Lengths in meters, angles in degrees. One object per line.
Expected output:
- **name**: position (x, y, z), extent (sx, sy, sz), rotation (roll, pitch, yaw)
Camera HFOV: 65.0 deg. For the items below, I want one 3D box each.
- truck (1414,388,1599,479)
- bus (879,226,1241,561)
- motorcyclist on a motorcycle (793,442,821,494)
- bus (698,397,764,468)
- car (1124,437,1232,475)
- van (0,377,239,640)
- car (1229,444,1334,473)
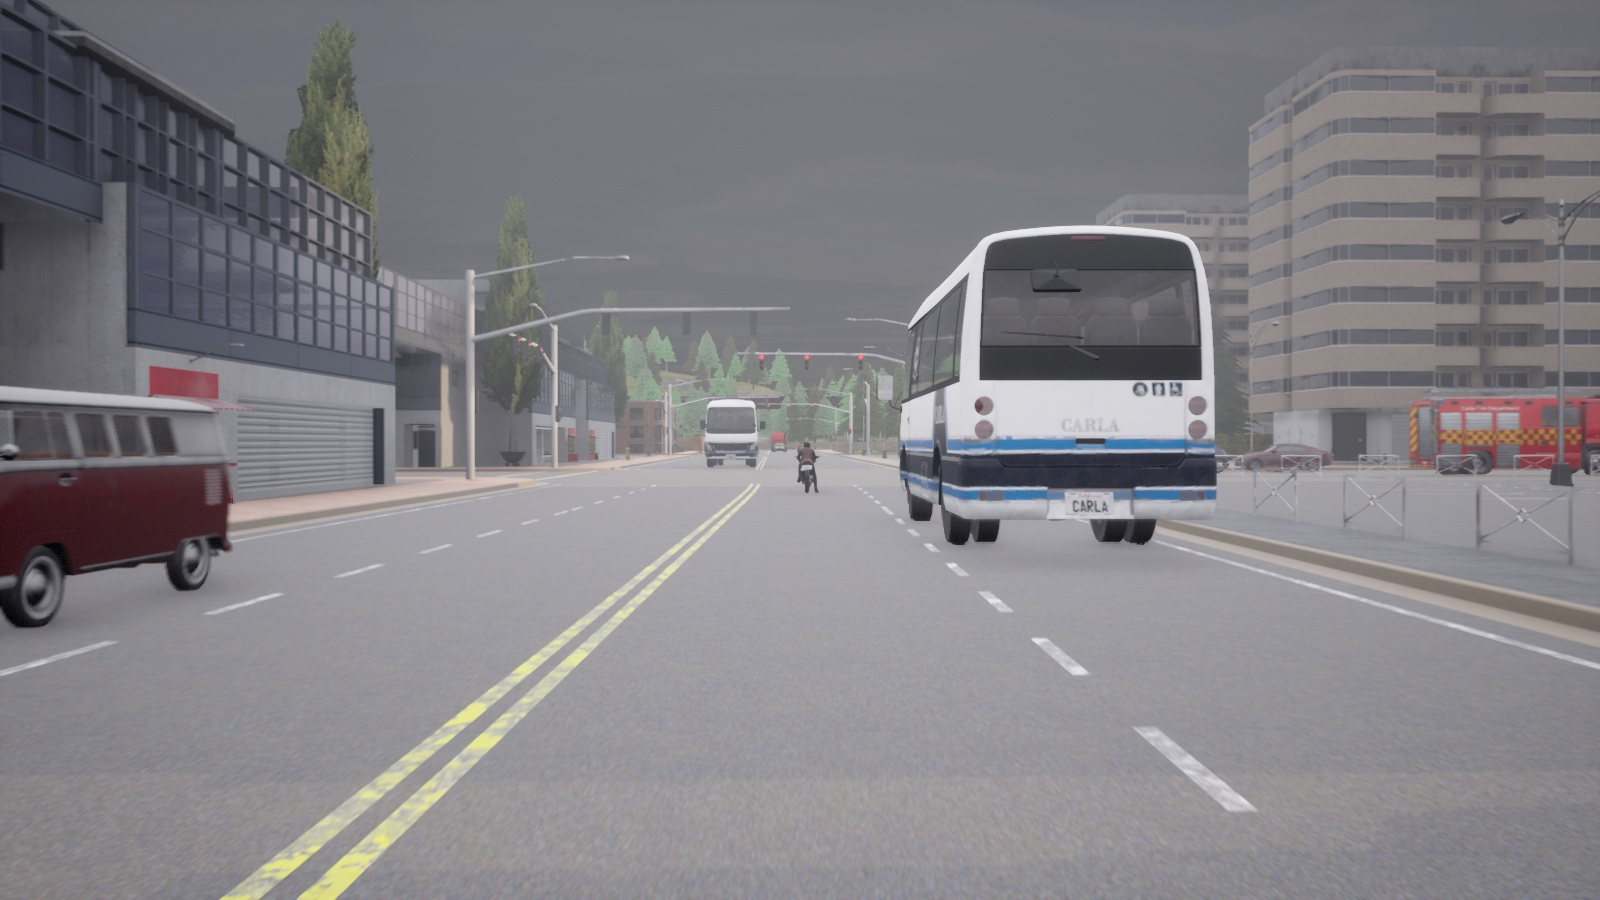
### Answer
- **truck**: position (31.391, -0.698, 54.056), extent (8.468, 3.827, 2.891), rotation (0, 0, 2)
- **bus**: position (3.622, -0.746, 21.071), extent (3.944, 4.253, 10.273), rotation (0, 0, 0)
- **motorcyclist on a motorcycle**: position (0.207, 0.517, 37.487), extent (0.797, 1.523, 2.044), rotation (0, 0, 0)
- **bus**: position (-4.310, -1.089, 80.845), extent (3.944, 4.253, 10.273), rotation (0, 0, -1)
- **car**: position (18.248, 0.277, 60.783), extent (4.553, 1.767, 2.097), rotation (0, 0, -1)
- **van**: position (-6.920, 0.430, 11.246), extent (1.775, 1.987, 4.442), rotation (0, 0, 1)
- **car**: position (24.589, 0.430, 64.260), extent (4.674, 1.442, 1.812), rotation (0, 0, 7)
